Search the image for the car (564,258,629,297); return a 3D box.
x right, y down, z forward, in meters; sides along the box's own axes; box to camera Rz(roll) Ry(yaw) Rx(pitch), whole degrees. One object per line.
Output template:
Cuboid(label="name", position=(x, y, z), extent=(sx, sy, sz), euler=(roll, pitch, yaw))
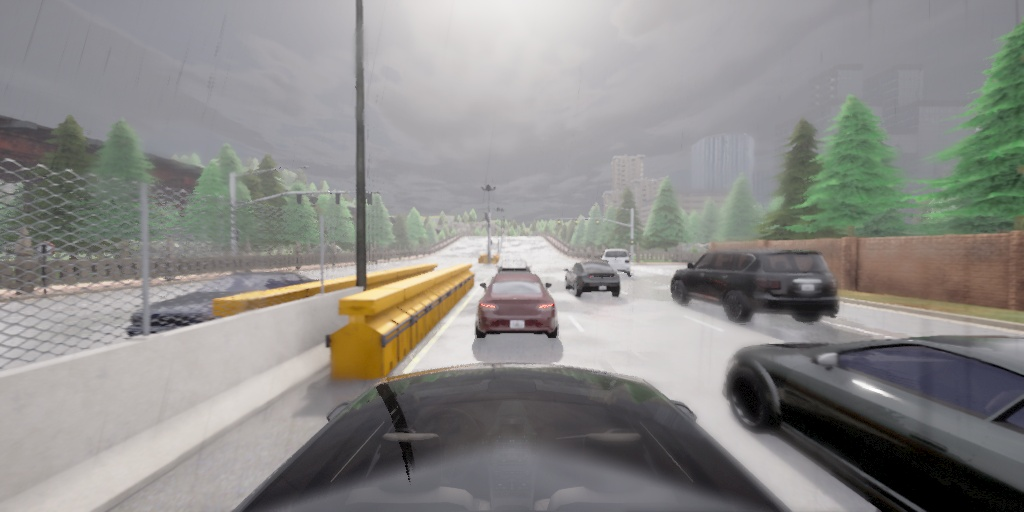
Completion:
Cuboid(label="car", position=(3.605, 0.983, 16.666), extent=(1.837, 1.490, 4.892), euler=(0, 1, 0))

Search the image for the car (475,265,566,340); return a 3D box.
Cuboid(label="car", position=(0.104, 1.136, 9.387), extent=(1.812, 1.442, 4.674), euler=(0, 1, 0))

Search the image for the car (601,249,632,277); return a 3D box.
Cuboid(label="car", position=(8.285, 0.485, 28.532), extent=(2.150, 2.045, 5.566), euler=(0, 1, 16))

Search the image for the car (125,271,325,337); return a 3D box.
Cuboid(label="car", position=(-7.062, 1.148, 9.931), extent=(2.033, 1.411, 5.357), euler=(0, 1, 0))

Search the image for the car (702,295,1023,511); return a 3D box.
Cuboid(label="car", position=(3.604, 1.295, 2.753), extent=(1.994, 1.385, 4.181), euler=(0, 1, 0))

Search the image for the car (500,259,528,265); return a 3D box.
Cuboid(label="car", position=(0.107, 0.920, 19.371), extent=(2.128, 1.511, 4.902), euler=(0, 1, 0))

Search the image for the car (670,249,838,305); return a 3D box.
Cuboid(label="car", position=(7.104, 0.798, 11.294), extent=(2.150, 2.045, 5.566), euler=(0, 1, 0))
